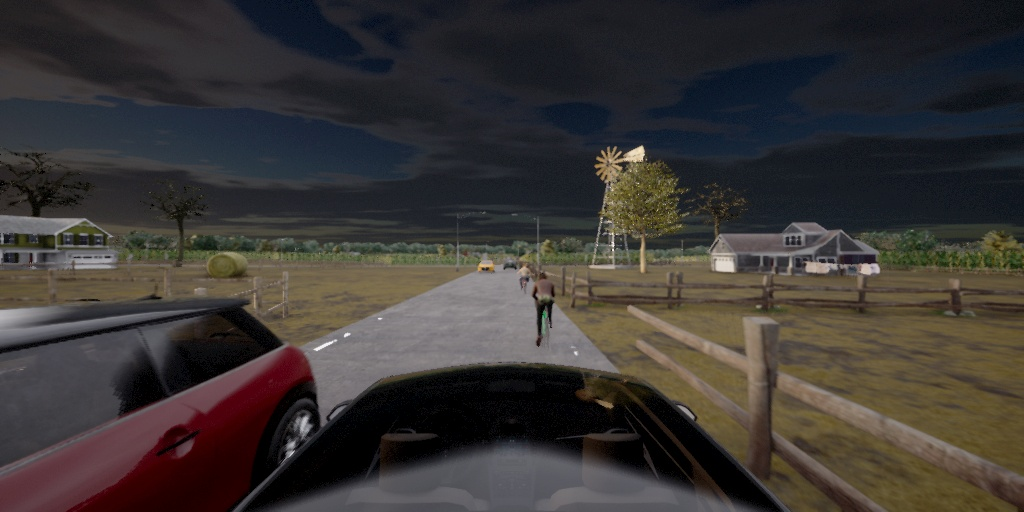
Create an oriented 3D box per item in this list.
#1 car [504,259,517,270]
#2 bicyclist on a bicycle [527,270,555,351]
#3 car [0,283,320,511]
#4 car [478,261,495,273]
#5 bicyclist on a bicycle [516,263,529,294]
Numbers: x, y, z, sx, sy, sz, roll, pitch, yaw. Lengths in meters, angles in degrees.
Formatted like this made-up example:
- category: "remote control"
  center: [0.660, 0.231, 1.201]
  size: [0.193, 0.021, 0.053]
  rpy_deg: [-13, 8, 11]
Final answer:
- category: "car"
  center: [-0.312, 1.301, 58.769]
  size: [2.097, 1.767, 4.553]
  rpy_deg: [0, 0, 0]
- category: "bicyclist on a bicycle"
  center: [0.719, 1.197, 8.032]
  size: [0.582, 1.620, 1.656]
  rpy_deg: [0, 0, 0]
- category: "car"
  center: [-2.841, 1.102, 1.453]
  size: [2.097, 1.767, 4.553]
  rpy_deg: [0, 0, 0]
- category: "car"
  center: [-3.148, 1.303, 44.519]
  size: [1.882, 1.535, 5.008]
  rpy_deg: [0, 0, 0]
- category: "bicyclist on a bicycle"
  center: [0.665, 1.180, 19.109]
  size: [0.866, 1.612, 1.509]
  rpy_deg: [0, 0, -1]
